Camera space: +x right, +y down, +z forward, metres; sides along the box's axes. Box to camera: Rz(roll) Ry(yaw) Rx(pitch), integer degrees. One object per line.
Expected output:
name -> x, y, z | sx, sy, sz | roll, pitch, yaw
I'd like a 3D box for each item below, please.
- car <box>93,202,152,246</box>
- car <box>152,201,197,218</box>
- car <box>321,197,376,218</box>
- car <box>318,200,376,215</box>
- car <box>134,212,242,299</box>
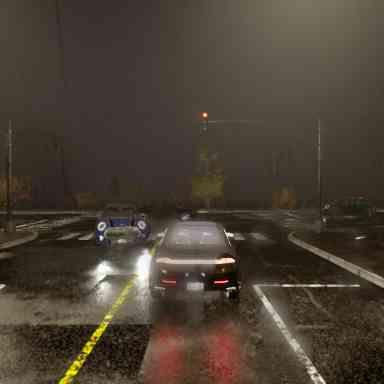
car -> -3.257, 1.348, 15.249 | 2.097, 1.767, 4.553 | 0, 0, -14
car -> -2.056, 1.457, 25.277 | 5.008, 1.535, 1.882 | 0, 0, 1
car -> 13.144, 1.232, 28.529 | 4.553, 1.767, 2.097 | 0, 1, -1
car -> 14.749, 1.429, 31.811 | 4.718, 1.301, 1.895 | 0, 1, -2
car -> 0.083, 1.489, 8.425 | 2.128, 1.511, 4.902 | 0, 0, 1
